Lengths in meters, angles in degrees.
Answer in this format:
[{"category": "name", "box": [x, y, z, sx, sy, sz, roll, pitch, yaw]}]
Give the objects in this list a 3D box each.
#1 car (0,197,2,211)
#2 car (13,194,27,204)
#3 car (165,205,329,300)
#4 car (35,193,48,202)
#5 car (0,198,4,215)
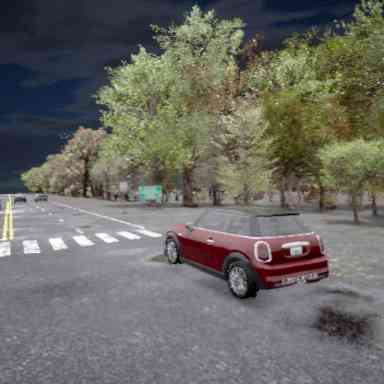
[{"category": "car", "box": [-22.406, 1.346, 37.262, 1.812, 1.442, 4.674, -2, 1, -28]}, {"category": "car", "box": [-29.164, 1.131, 56.449, 1.812, 1.442, 4.674, -5, 1, -29]}, {"category": "car", "box": [1.016, 1.139, 8.368, 2.097, 1.767, 4.553, -1, 1, -29]}, {"category": "car", "box": [-26.165, 0.987, 57.795, 2.128, 1.511, 4.902, 0, 0, -29]}, {"category": "car", "box": [-17.479, 1.094, 28.173, 2.150, 2.045, 5.566, -2, 1, -28]}]
